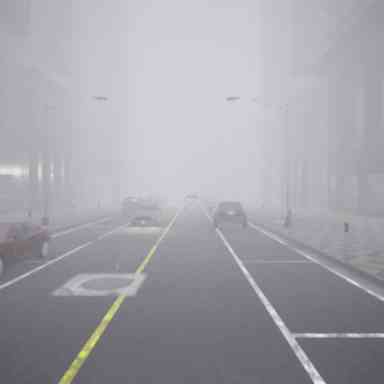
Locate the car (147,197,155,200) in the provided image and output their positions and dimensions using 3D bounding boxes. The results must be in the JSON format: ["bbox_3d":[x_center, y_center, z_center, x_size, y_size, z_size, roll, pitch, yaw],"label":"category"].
[{"bbox_3d":[-5.756,1.555,38.081,1.947,1.339,4.313,0,0,0],"label":"car"}]

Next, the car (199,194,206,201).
[{"bbox_3d":[2.780,1.422,88.816,1.967,1.590,4.097,0,0,0],"label":"car"}]

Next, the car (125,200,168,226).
[{"bbox_3d":[-3.096,1.539,23.810,2.033,1.411,5.357,0,0,0],"label":"car"}]

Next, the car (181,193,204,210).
[{"bbox_3d":[0.033,1.209,42.465,2.150,2.045,5.566,0,0,1],"label":"car"}]

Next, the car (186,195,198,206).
[{"bbox_3d":[0.014,1.338,56.948,2.097,1.767,4.553,0,0,0],"label":"car"}]

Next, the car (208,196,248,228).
[{"bbox_3d":[2.393,1.345,22.465,2.097,1.767,4.553,0,0,0],"label":"car"}]

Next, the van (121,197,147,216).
[{"bbox_3d":[-5.758,1.331,32.444,1.690,1.788,3.998,0,0,0],"label":"van"}]

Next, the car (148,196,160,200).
[{"bbox_3d":[-5.754,1.554,43.717,1.947,1.339,4.313,0,0,0],"label":"car"}]

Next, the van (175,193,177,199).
[{"bbox_3d":[-5.745,1.323,88.811,1.690,1.788,3.998,0,0,0],"label":"van"}]

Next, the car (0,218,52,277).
[{"bbox_3d":[-5.762,1.540,9.897,1.887,1.381,4.507,0,0,0],"label":"car"}]

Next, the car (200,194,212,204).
[{"bbox_3d":[2.775,1.299,66.272,2.192,1.841,5.009,0,0,0],"label":"car"}]

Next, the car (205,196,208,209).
[{"bbox_3d":[2.769,1.514,38.260,1.752,1.417,4.829,0,0,0],"label":"car"}]

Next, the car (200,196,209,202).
[{"bbox_3d":[2.778,1.549,77.544,1.947,1.339,4.313,0,0,0],"label":"car"}]

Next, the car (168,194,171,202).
[{"bbox_3d":[-5.750,1.425,66.264,1.967,1.590,4.097,0,0,0],"label":"car"}]

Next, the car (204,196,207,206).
[{"bbox_3d":[2.770,1.539,43.726,2.008,1.369,4.403,0,0,0],"label":"car"}]

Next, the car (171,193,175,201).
[{"bbox_3d":[-5.747,1.423,77.538,1.967,1.590,4.097,0,0,0],"label":"car"}]

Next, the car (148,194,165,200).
[{"bbox_3d":[-5.754,1.302,49.354,2.192,1.841,5.009,0,0,0],"label":"car"}]

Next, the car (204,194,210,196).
[{"bbox_3d":[2.773,1.426,54.998,1.967,1.590,4.097,0,0,0],"label":"car"}]

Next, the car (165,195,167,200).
[{"bbox_3d":[-5.752,1.531,54.991,1.887,1.381,4.507,0,0,0],"label":"car"}]

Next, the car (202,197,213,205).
[{"bbox_3d":[2.775,1.551,60.635,1.947,1.339,4.313,0,0,0],"label":"car"}]
